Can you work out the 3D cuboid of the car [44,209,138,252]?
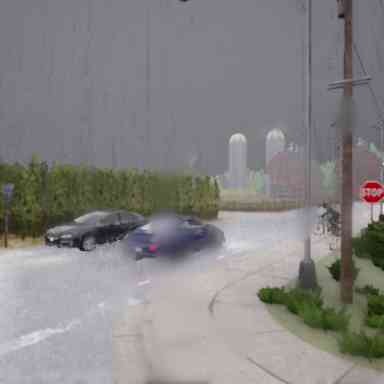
[{"bbox_3d":[-3.765,1.510,14.125,1.837,1.490,4.892,0,0,34],"label":"car"}]

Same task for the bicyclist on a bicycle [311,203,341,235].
[{"bbox_3d":[6.817,1.382,16.627,1.656,1.620,0.582,0,0,20],"label":"bicyclist on a bicycle"}]

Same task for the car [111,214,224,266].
[{"bbox_3d":[-0.476,1.553,11.832,1.812,1.442,4.674,0,0,29],"label":"car"}]
